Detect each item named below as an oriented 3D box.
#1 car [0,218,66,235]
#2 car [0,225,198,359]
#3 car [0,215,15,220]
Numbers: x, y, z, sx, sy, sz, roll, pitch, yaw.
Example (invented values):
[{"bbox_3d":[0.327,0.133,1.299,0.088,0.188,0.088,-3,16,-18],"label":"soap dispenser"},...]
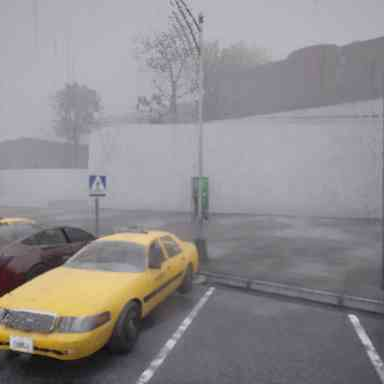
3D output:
[{"bbox_3d":[-3.657,1.517,8.437,2.163,1.488,4.792,0,-1,15],"label":"car"},{"bbox_3d":[-1.280,1.485,6.496,1.946,1.575,5.366,1,-1,16],"label":"car"},{"bbox_3d":[-6.137,1.478,9.961,1.946,1.575,5.366,1,-1,15],"label":"car"}]
